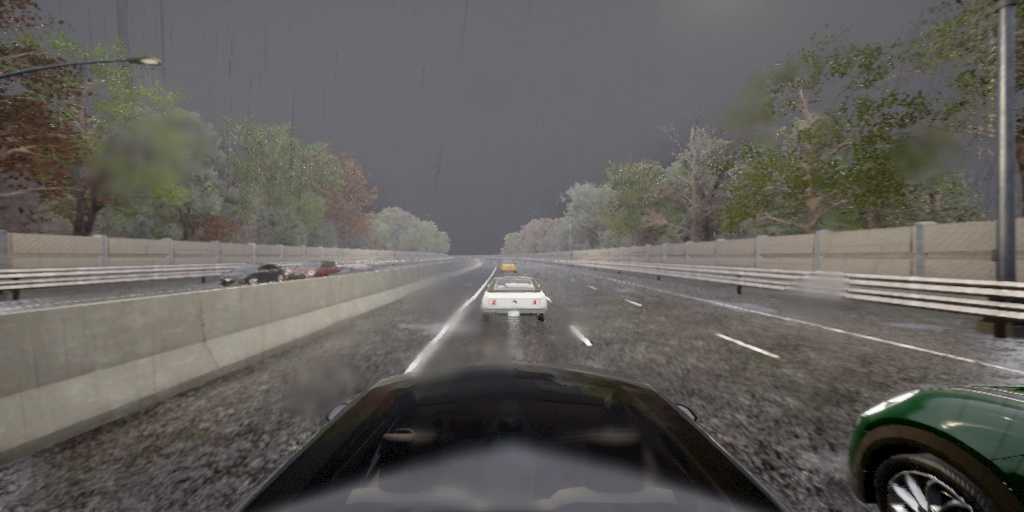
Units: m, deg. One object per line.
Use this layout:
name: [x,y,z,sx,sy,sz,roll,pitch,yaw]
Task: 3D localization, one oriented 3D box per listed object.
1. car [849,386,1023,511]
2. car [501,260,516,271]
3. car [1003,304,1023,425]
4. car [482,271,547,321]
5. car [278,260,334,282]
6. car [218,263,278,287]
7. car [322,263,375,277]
car: [3.592,1.100,0.787,2.097,1.767,4.553,0,0,0]
car: [-0.440,1.222,44.684,1.801,1.575,5.366,0,0,-1]
car: [7.096,1.295,1.757,2.033,1.411,5.357,0,0,0]
car: [0.058,1.355,12.421,1.895,1.301,4.718,0,0,0]
car: [-14.281,1.112,25.947,2.097,1.767,4.553,0,0,-1]
car: [-17.765,1.265,24.802,1.837,1.490,4.892,0,0,-1]
car: [-10.763,1.360,24.742,1.895,1.301,4.718,0,0,-1]
